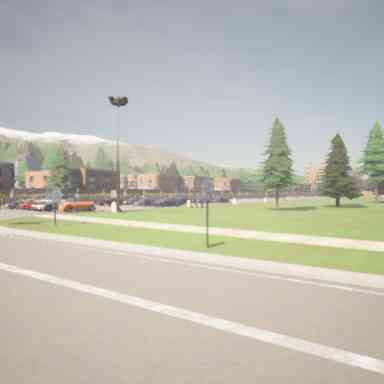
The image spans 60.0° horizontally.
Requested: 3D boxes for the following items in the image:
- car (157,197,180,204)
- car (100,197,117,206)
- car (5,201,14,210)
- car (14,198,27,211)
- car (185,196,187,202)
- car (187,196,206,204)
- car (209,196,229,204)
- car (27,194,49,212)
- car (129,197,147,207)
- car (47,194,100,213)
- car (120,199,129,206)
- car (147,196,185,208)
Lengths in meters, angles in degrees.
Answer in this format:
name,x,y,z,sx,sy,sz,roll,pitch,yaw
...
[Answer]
name,x,y,z,sx,sy,sz,roll,pitch,yaw
car,-4.646,1.616,66.549,1.895,1.301,4.718,0,0,35
car,-13.474,1.493,54.018,1.882,1.535,5.008,0,1,35
car,-21.351,1.506,42.772,2.128,1.511,4.902,0,0,35
car,-18.291,1.235,41.045,2.150,2.045,5.566,0,0,35
car,-1.757,1.505,64.633,2.128,1.511,4.902,0,0,36
car,1.910,1.560,63.750,2.033,1.411,5.357,0,0,35
car,5.231,1.501,62.432,2.128,1.511,4.902,0,0,35
car,-15.662,1.234,38.694,2.150,2.045,5.566,0,0,35
car,-6.987,1.538,51.112,1.812,1.442,4.674,0,0,35
car,-12.940,1.363,36.482,2.097,1.767,4.553,0,0,35
car,-9.169,1.505,54.075,2.128,1.511,4.902,0,0,35
car,-3.827,1.558,49.534,2.033,1.411,5.357,0,0,35
